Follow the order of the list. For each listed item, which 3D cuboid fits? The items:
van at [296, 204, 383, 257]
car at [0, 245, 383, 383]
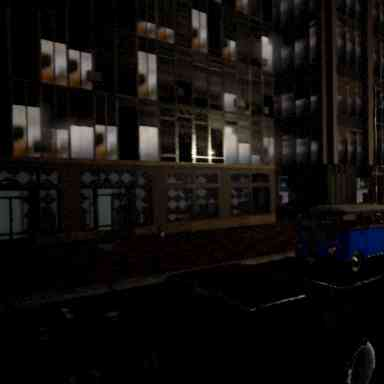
[{"bbox_3d":[4.833,1.275,10.043,3.998,1.788,1.690,0,-1,-36],"label":"van"},{"bbox_3d":[0.210,1.587,3.528,4.718,1.301,1.895,0,0,-36],"label":"car"}]
